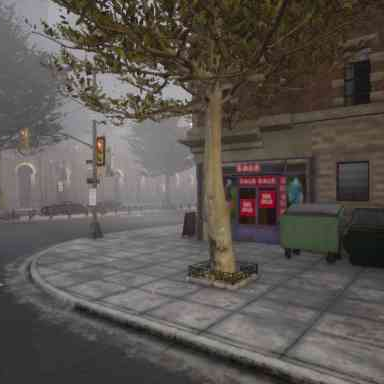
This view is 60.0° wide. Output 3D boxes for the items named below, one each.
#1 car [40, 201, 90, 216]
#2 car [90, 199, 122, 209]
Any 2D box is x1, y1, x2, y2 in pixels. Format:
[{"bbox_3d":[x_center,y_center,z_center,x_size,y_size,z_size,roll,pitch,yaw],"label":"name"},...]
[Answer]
[{"bbox_3d":[-12.701,1.564,32.894,1.994,1.385,4.181,0,0,36],"label":"car"},{"bbox_3d":[-11.936,1.595,45.181,1.895,1.301,4.718,0,0,36],"label":"car"}]
